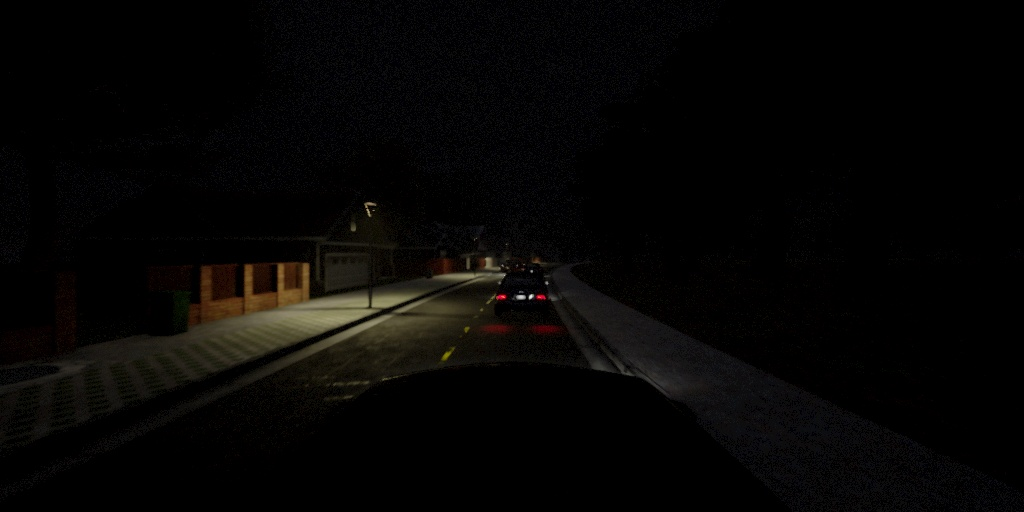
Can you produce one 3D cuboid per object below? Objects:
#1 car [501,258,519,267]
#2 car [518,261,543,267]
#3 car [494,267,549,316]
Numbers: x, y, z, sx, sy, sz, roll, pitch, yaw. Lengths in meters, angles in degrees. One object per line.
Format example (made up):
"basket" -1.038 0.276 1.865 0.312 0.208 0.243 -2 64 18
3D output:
"car" -0.008 1.109 41.859 2.097 1.767 4.553 0 0 8
"car" 1.936 1.328 33.592 1.994 1.385 4.181 0 0 6
"car" 0.392 1.305 13.445 2.033 1.411 5.357 0 0 3
